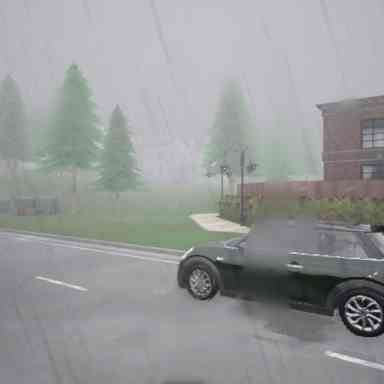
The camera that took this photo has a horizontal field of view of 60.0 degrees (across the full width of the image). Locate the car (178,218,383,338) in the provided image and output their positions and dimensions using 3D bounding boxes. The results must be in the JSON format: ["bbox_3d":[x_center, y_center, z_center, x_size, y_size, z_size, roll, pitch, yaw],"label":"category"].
[{"bbox_3d":[1.899,1.351,6.871,4.553,1.767,2.097,0,0,35],"label":"car"}]
